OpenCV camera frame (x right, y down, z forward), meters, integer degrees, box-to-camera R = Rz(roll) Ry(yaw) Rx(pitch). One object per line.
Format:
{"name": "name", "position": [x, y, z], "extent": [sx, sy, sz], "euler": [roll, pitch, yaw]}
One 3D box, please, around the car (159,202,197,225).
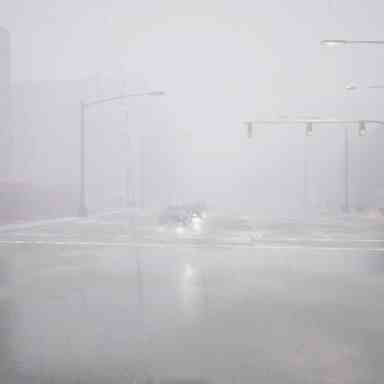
{"name": "car", "position": [-1.088, 1.644, 24.947], "extent": [2.033, 1.411, 5.357], "euler": [0, -1, 7]}

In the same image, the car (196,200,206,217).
{"name": "car", "position": [0.038, 1.805, 34.482], "extent": [1.895, 1.301, 4.718], "euler": [0, -1, 7]}

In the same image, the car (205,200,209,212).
{"name": "car", "position": [1.194, 1.833, 44.276], "extent": [2.128, 1.511, 4.902], "euler": [0, -1, 7]}
